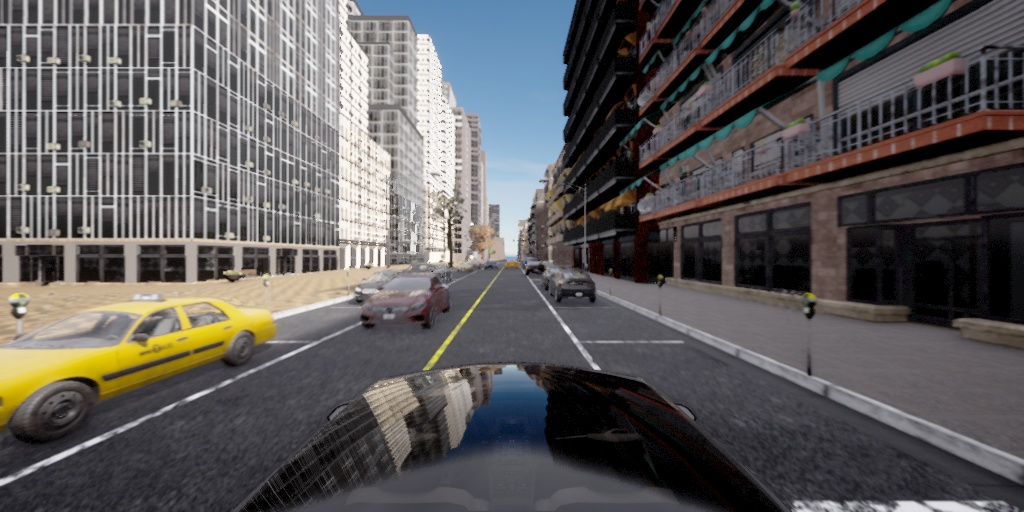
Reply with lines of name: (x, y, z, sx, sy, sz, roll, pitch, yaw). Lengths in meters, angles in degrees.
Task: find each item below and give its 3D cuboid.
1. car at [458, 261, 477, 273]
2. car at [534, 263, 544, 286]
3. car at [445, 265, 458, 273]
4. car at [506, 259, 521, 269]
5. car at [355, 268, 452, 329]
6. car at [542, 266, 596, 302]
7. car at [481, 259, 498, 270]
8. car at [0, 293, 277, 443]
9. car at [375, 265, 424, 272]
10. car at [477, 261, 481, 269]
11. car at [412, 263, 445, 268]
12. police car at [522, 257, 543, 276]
car: (-5.689, 1.284, 44.069, 1.751, 1.417, 4.829, 0, 0, 0)
car: (2.690, 1.301, 22.109, 2.007, 1.370, 4.403, 0, 0, 0)
car: (-5.690, 1.302, 27.642, 2.007, 1.370, 4.403, 0, 0, 0)
car: (0.004, 1.247, 56.730, 1.882, 1.535, 5.008, 0, 0, 0)
car: (-3.100, 1.275, 11.380, 1.812, 1.442, 4.674, 0, 0, 0)
car: (2.690, 1.300, 16.576, 2.007, 1.370, 4.403, 0, 0, 0)
car: (-3.060, 1.330, 53.174, 1.994, 1.385, 4.181, 0, 0, 0)
car: (-5.691, 1.275, 5.342, 1.751, 1.417, 4.829, 0, 0, 0)
car: (-5.691, 1.300, 16.577, 2.007, 1.370, 4.403, 0, 0, 0)
car: (-5.688, 1.350, 55.305, 1.802, 1.307, 4.207, 0, 0, 0)
car: (-5.690, 1.190, 22.110, 1.967, 1.591, 4.097, 0, 0, 0)
police car: (2.368, 1.180, 37.486, 1.930, 1.638, 5.238, 0, 0, 0)
